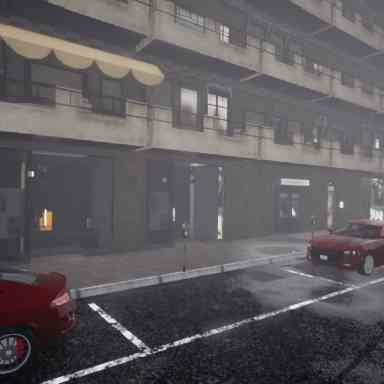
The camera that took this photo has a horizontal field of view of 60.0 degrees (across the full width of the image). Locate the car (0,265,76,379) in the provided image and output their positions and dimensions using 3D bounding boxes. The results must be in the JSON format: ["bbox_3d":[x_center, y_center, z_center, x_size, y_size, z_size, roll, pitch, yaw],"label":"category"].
[{"bbox_3d":[-3.600,1.582,3.978,4.206,1.307,1.802,0,1,-35],"label":"car"}]

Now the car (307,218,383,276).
[{"bbox_3d":[5.443,1.548,10.405,4.507,1.381,1.887,0,1,-35],"label":"car"}]
